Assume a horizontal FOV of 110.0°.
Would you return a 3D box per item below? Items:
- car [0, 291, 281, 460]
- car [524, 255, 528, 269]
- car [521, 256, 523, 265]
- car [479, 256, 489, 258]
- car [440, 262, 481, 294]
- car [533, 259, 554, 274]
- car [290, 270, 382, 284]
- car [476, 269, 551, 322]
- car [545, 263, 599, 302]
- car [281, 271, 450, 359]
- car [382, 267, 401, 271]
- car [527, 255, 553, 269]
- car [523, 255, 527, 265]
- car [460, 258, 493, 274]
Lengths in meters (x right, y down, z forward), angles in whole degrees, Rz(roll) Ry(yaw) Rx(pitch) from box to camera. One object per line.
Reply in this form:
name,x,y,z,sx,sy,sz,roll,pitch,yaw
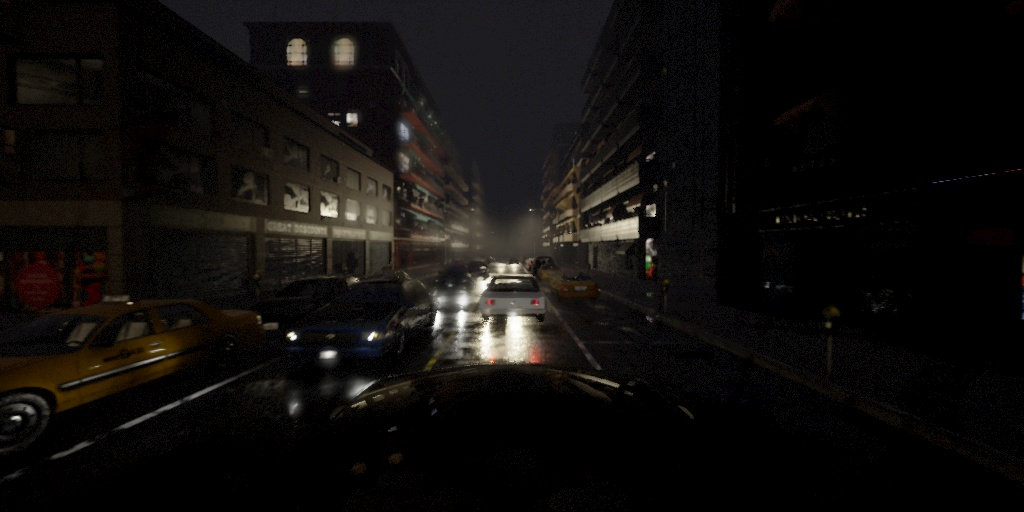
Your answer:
car,-5.683,1.253,4.942,1.751,1.417,4.829,0,0,0
car,2.880,1.012,43.787,1.967,1.591,4.097,0,0,0
car,2.958,1.052,60.360,2.007,1.370,4.403,0,0,0
car,-5.423,1.040,60.352,2.007,1.370,4.403,0,0,0
car,-3.009,1.233,19.449,1.994,1.385,4.181,0,0,0
car,2.813,1.169,27.386,1.751,1.417,4.829,0,0,0
car,-5.657,1.269,10.636,1.948,1.339,4.313,0,0,0
car,0.043,1.306,12.118,1.895,1.301,4.718,0,0,0
car,2.718,1.216,16.337,1.751,1.417,4.829,0,0,0
car,-3.073,1.263,8.682,2.033,1.411,5.357,0,0,0
car,-5.631,1.205,15.990,1.751,1.417,4.829,0,0,0
car,2.833,0.934,32.739,2.192,1.841,5.009,0,0,0
car,2.906,0.988,49.312,1.967,1.591,4.097,0,0,0
car,-2.875,1.152,29.633,1.812,1.442,4.674,0,0,0
